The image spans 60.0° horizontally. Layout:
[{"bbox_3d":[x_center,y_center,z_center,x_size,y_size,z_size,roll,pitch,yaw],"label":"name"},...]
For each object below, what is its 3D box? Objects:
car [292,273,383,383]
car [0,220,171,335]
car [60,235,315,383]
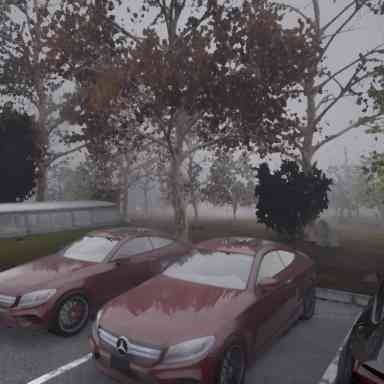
[{"bbox_3d":[2.993,1.510,3.660,2.163,1.488,4.792,0,0,36],"label":"car"},{"bbox_3d":[-1.659,1.516,6.948,2.002,1.452,4.674,0,0,36],"label":"car"},{"bbox_3d":[0.608,1.522,5.330,2.002,1.452,4.674,0,0,36],"label":"car"}]
